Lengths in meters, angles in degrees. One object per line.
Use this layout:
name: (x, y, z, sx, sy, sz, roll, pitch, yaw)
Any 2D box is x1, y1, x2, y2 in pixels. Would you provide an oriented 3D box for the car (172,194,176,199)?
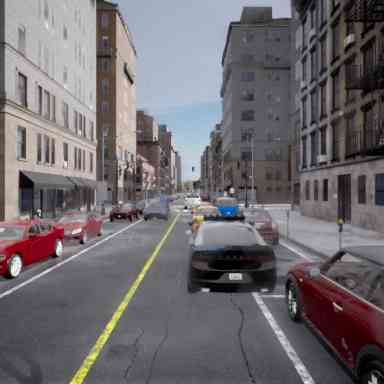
car: (-5.212, 1.548, 74.859, 1.947, 1.339, 4.313, 0, 0, 0)

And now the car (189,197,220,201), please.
car: (0.888, 1.454, 25.072, 1.801, 1.575, 5.366, 0, 0, 0)

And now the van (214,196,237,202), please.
van: (2.704, 1.339, 26.550, 1.690, 1.788, 3.998, 0, 0, 0)

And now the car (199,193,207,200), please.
car: (2.919, 1.291, 91.058, 2.192, 1.841, 5.009, 0, 0, 0)

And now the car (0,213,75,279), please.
car: (-5.364, 1.544, 10.038, 1.887, 1.381, 4.507, 0, 0, 0)

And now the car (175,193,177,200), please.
car: (-5.197, 1.525, 80.265, 1.887, 1.381, 4.507, 0, 0, 0)

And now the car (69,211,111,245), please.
car: (-5.350, 1.581, 15.550, 1.802, 1.307, 4.206, 0, 0, 0)

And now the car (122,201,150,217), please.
car: (-5.306, 1.562, 32.083, 1.947, 1.339, 4.313, 0, 0, 0)

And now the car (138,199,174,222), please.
car: (-2.680, 1.545, 26.788, 2.033, 1.411, 5.357, 0, 0, 0)

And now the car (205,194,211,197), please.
car: (2.719, 1.312, 32.062, 2.192, 1.841, 5.009, 0, 0, 0)

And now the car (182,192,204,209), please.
car: (0.117, 1.208, 44.426, 2.150, 2.045, 5.566, 0, 0, 0)

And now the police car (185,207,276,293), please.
police car: (0.847, 1.425, 8.992, 1.930, 1.638, 5.238, 0, 0, 0)

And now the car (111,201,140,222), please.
car: (-5.321, 1.543, 26.572, 1.887, 1.381, 4.507, 0, 0, 0)

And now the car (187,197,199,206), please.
car: (0.148, 1.536, 57.735, 2.033, 1.411, 5.357, 0, 0, 0)

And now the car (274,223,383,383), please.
car: (2.647, 1.440, 4.507, 1.967, 1.590, 4.097, 0, 0, 0)

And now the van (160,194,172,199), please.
van: (-5.243, 1.327, 64.046, 1.690, 1.788, 3.998, 0, 0, 0)

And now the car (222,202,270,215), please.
car: (2.675, 1.440, 15.529, 1.967, 1.590, 4.097, 0, 0, 0)

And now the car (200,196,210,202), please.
car: (2.892, 1.533, 74.839, 2.008, 1.369, 4.403, 0, 0, 0)

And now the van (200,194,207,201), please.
van: (2.910, 1.319, 85.651, 1.690, 1.788, 3.998, 0, 0, 0)

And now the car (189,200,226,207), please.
car: (0.873, 1.455, 19.072, 1.801, 1.575, 5.366, 0, 0, 0)

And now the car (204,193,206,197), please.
car: (2.883, 1.299, 69.433, 2.192, 1.841, 5.009, 0, 0, 0)
